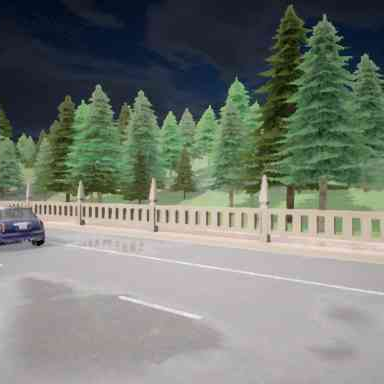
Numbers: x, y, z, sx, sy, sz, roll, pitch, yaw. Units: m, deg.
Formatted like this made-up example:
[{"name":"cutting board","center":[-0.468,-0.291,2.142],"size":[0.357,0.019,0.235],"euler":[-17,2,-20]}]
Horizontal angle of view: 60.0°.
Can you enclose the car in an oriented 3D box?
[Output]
[{"name":"car","center":[-8.244,1.366,14.049],"size":[4.553,1.767,2.097],"euler":[0,0,36]}]
